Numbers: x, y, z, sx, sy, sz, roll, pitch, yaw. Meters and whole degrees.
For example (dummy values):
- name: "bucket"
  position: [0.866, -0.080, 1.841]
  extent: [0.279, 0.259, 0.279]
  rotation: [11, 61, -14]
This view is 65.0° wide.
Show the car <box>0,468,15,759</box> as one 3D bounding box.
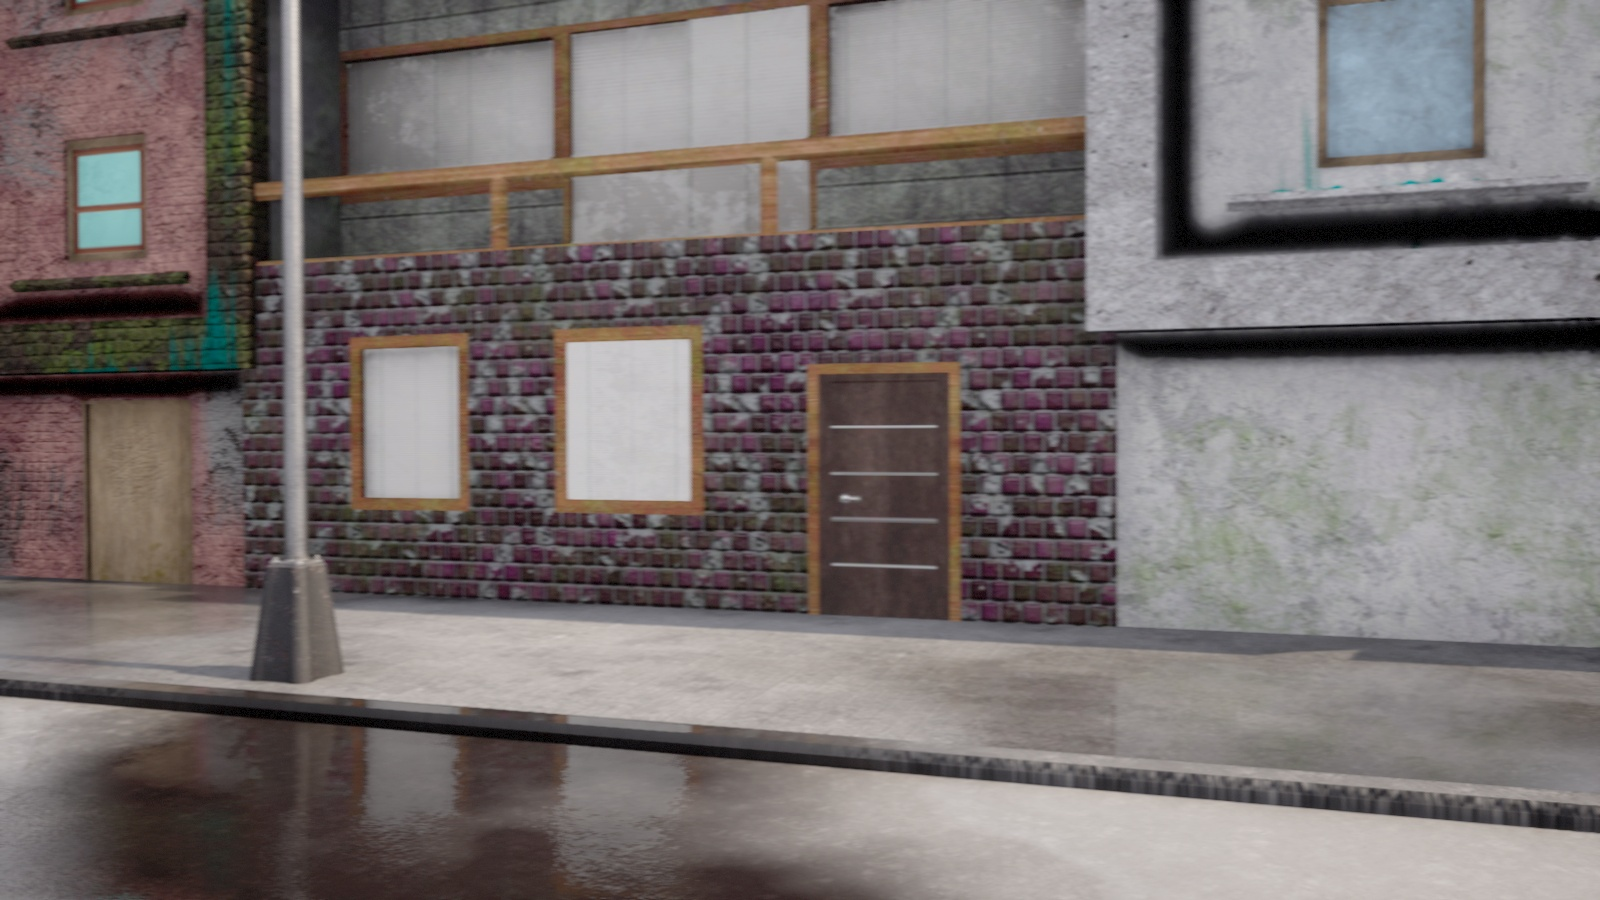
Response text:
- name: "car"
  position: [-6.081, 0.775, 5.766]
  extent: [4.181, 1.385, 1.994]
  rotation: [1, 1, 19]
